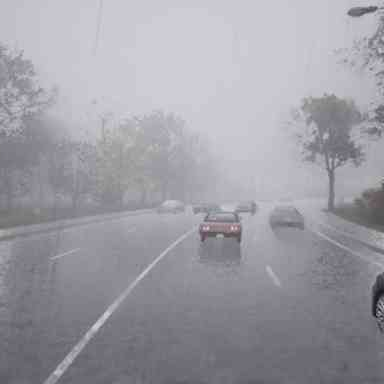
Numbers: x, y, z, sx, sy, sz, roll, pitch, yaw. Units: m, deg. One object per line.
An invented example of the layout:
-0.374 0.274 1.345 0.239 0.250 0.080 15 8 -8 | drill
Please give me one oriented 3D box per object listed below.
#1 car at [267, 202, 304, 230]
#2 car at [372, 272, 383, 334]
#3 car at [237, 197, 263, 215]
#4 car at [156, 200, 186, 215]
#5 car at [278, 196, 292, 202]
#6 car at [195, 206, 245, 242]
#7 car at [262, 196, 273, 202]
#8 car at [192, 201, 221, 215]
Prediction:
6.034 1.582 21.482 1.994 1.385 4.181 0 0 12 | car
3.812 1.504 3.549 2.128 1.511 4.902 0 0 2 | car
5.735 1.558 34.194 2.033 1.411 5.357 0 0 18 | car
-2.004 1.496 33.317 1.812 1.442 4.674 0 0 17 | car
19.451 1.513 69.527 1.882 1.535 5.008 0 0 33 | car
1.542 1.600 16.512 1.895 1.301 4.718 0 0 8 | car
15.605 1.562 70.070 1.994 1.385 4.181 0 0 33 | car
1.498 1.590 32.968 1.895 1.301 4.718 0 0 17 | car
